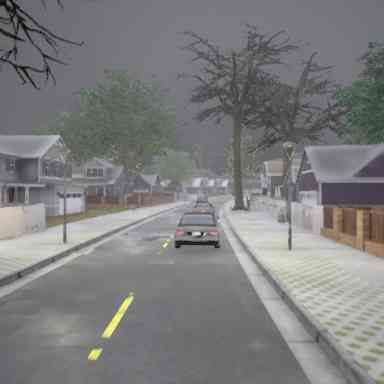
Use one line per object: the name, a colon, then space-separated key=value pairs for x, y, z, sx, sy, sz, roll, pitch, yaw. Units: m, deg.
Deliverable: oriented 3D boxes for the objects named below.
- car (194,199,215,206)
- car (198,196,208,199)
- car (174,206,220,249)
car: x=1.068 y=1.562 z=29.514 sx=1.994 sy=1.385 sz=4.181 roll=0 pitch=0 yaw=4
car: x=1.982 y=1.490 z=62.584 sx=2.033 sy=1.411 sz=5.357 roll=0 pitch=0 yaw=9
car: x=0.267 y=1.562 z=14.587 sx=2.033 sy=1.411 sz=5.357 roll=0 pitch=0 yaw=2
